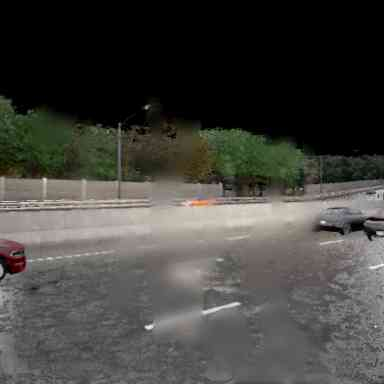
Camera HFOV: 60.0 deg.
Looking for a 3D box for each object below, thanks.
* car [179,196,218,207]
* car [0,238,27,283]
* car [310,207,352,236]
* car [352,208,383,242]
[{"bbox_3d":[0.757,1.298,38.802,4.553,1.767,2.097,0,0,-35],"label":"car"},{"bbox_3d":[-6.581,1.477,7.648,5.008,1.535,1.882,0,0,-36],"label":"car"},{"bbox_3d":[8.389,1.525,18.291,4.181,1.385,1.994,0,0,-35],"label":"car"},{"bbox_3d":[9.594,1.455,14.856,4.902,1.511,2.128,0,0,-35],"label":"car"}]
